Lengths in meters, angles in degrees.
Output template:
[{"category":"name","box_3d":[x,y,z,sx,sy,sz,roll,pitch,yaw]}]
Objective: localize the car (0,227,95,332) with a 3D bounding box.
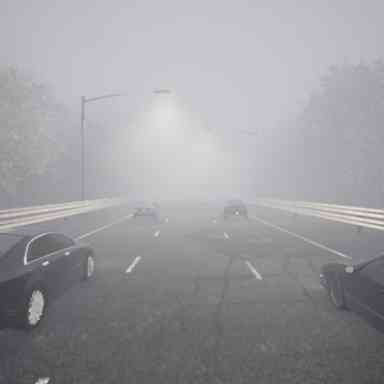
[{"category":"car","box_3d":[-3.418,1.471,6.735,1.837,1.490,4.892,0,0,0]}]

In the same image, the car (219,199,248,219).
[{"category":"car","box_3d":[3.433,1.361,27.865,1.837,1.490,4.892,0,0,-1]}]

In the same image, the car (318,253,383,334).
[{"category":"car","box_3d":[3.591,1.524,4.593,2.033,1.411,5.357,0,0,0]}]

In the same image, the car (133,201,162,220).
[{"category":"car","box_3d":[-3.554,1.409,26.927,2.033,1.411,5.357,0,0,-1]}]

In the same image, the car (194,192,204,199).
[{"category":"car","box_3d":[2.064,1.048,85.303,1.812,1.442,4.674,0,0,-2]}]
